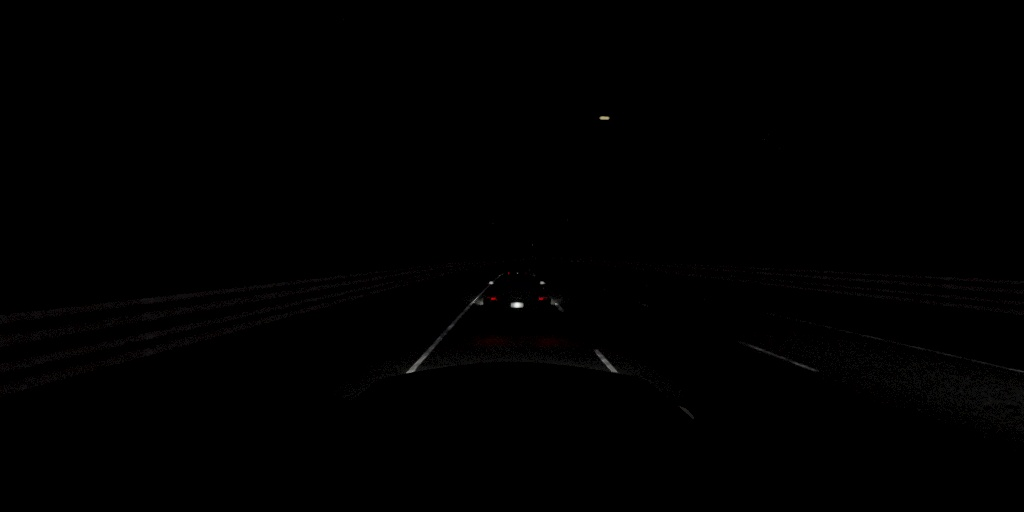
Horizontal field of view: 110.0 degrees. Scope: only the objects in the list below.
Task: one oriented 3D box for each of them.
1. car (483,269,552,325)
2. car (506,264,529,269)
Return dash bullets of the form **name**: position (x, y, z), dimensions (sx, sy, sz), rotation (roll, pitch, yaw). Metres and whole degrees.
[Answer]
- **car**: position (0.159, 1.293, 11.690), dimensions (1.994, 1.385, 4.181), rotation (0, 0, 0)
- **car**: position (0.468, 1.317, 28.844), dimensions (1.895, 1.301, 4.718), rotation (0, 0, 2)
